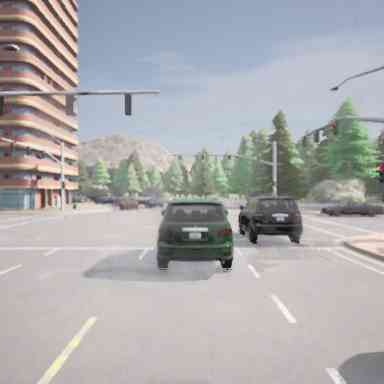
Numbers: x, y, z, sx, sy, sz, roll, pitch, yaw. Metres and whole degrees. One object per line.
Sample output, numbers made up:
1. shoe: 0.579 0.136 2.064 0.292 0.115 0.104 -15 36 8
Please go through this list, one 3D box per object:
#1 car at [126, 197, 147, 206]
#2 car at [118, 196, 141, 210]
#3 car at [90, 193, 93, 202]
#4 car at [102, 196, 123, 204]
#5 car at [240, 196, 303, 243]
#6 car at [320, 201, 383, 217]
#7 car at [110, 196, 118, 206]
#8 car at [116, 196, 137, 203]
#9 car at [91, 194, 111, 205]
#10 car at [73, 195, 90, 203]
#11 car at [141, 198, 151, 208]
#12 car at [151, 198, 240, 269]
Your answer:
1. car: -9.356 1.551 55.870 1.895 1.301 4.718 0 0 -31
2. car: -8.018 1.314 42.300 2.097 1.767 4.553 0 0 -13
3. car: -23.229 1.462 69.710 4.674 1.442 1.812 0 0 31
4. car: -15.268 1.507 63.758 4.181 1.385 1.994 0 0 45
5. car: 3.591 1.226 16.046 2.150 2.045 5.566 0 -1 1
6. car: 14.882 1.575 30.882 5.357 1.411 2.033 0 0 3
7. car: -10.628 1.460 50.710 1.837 1.490 4.892 0 0 -26
8. car: -13.177 1.467 66.399 4.674 1.442 1.812 0 0 45
9. car: -15.532 1.549 58.568 1.895 1.301 4.718 0 0 -40
10. car: -22.986 1.464 65.470 4.902 1.511 2.128 0 0 34
11. car: -5.414 1.505 47.126 2.033 1.411 5.357 0 0 -18
12. car: 0.091 1.211 11.219 2.150 2.045 5.566 0 0 0
